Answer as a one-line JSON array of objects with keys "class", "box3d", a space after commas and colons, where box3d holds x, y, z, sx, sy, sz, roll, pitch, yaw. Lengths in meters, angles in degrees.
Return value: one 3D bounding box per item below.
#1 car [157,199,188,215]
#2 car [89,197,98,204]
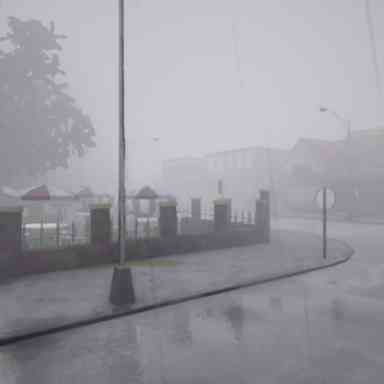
[{"class": "car", "box3d": [-2.247, 1.422, 32.103, 2.128, 1.511, 4.902, 0, 0, -36]}, {"class": "car", "box3d": [-15.419, 1.478, 50.678, 2.033, 1.411, 5.357, 0, 0, -35]}]
